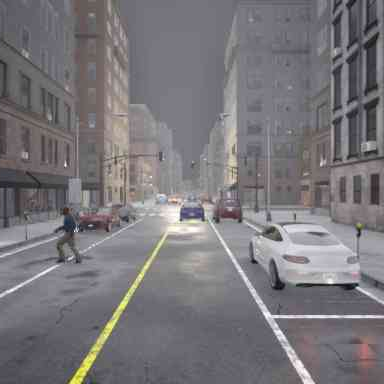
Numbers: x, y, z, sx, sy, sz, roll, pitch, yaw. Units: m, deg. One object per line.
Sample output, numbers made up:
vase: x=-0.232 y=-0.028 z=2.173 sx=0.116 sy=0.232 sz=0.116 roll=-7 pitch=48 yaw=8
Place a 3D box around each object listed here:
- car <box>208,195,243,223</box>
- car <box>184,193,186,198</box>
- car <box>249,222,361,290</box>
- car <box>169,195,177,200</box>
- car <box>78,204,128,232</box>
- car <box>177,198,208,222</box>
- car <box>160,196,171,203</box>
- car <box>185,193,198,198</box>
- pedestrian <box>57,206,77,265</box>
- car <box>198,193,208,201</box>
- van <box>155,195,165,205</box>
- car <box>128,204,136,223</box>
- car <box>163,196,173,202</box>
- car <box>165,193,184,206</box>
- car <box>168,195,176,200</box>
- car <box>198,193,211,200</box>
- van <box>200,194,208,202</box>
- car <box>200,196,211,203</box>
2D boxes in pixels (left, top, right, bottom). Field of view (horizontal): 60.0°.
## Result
car: x=2.656 y=1.312 z=25.424 sx=2.192 sy=1.841 sz=5.009 roll=0 pitch=0 yaw=0
car: x=-2.697 y=1.522 z=70.262 sx=2.033 sy=1.411 sz=5.357 roll=0 pitch=0 yaw=0
car: x=2.757 y=1.526 z=8.940 sx=1.812 sy=1.442 sz=4.674 roll=0 pitch=0 yaw=0
car: x=-5.327 y=1.522 z=95.238 sx=2.008 sy=1.369 sz=4.403 roll=0 pitch=0 yaw=0
car: x=-5.373 y=1.543 z=19.919 sx=1.887 sy=1.381 sz=4.507 roll=0 pitch=0 yaw=0
car: x=0.015 y=1.474 z=26.576 sx=1.882 sy=1.535 sz=5.008 roll=0 pitch=0 yaw=0
car: x=-5.354 y=1.548 z=68.206 sx=1.947 sy=1.339 sz=4.313 roll=0 pitch=0 yaw=0
car: x=0.064 y=1.336 z=72.557 sx=2.097 sy=1.767 sz=4.553 roll=0 pitch=0 yaw=0
pedestrian: x=-3.816 y=1.295 z=10.143 sx=0.375 sy=1.860 sz=0.375 roll=0 pitch=0 yaw=-14
car: x=2.748 y=1.291 z=84.421 sx=2.192 sy=1.841 sz=5.009 roll=0 pitch=0 yaw=0
van: x=-5.365 y=1.327 z=57.394 sx=1.690 sy=1.788 sz=3.998 roll=0 pitch=0 yaw=0
car: x=-5.369 y=1.563 z=25.430 sx=1.947 sy=1.339 sz=4.313 roll=0 pitch=0 yaw=0
car: x=-5.349 y=1.525 z=73.613 sx=1.887 sy=1.381 sz=4.507 roll=0 pitch=0 yaw=0
car: x=-2.797 y=1.339 z=55.110 sx=2.097 sy=1.767 sz=4.553 roll=0 pitch=0 yaw=0
car: x=-5.332 y=1.499 z=89.662 sx=1.752 sy=1.417 sz=4.829 roll=0 pitch=0 yaw=0
car: x=2.752 y=1.299 z=62.795 sx=2.192 sy=1.841 sz=5.009 roll=0 pitch=0 yaw=0
van: x=2.749 y=1.319 z=79.014 sx=1.690 sy=1.788 sz=3.998 roll=0 pitch=0 yaw=0
car: x=2.751 y=1.533 z=68.202 sx=2.008 sy=1.369 sz=4.403 roll=0 pitch=0 yaw=0
